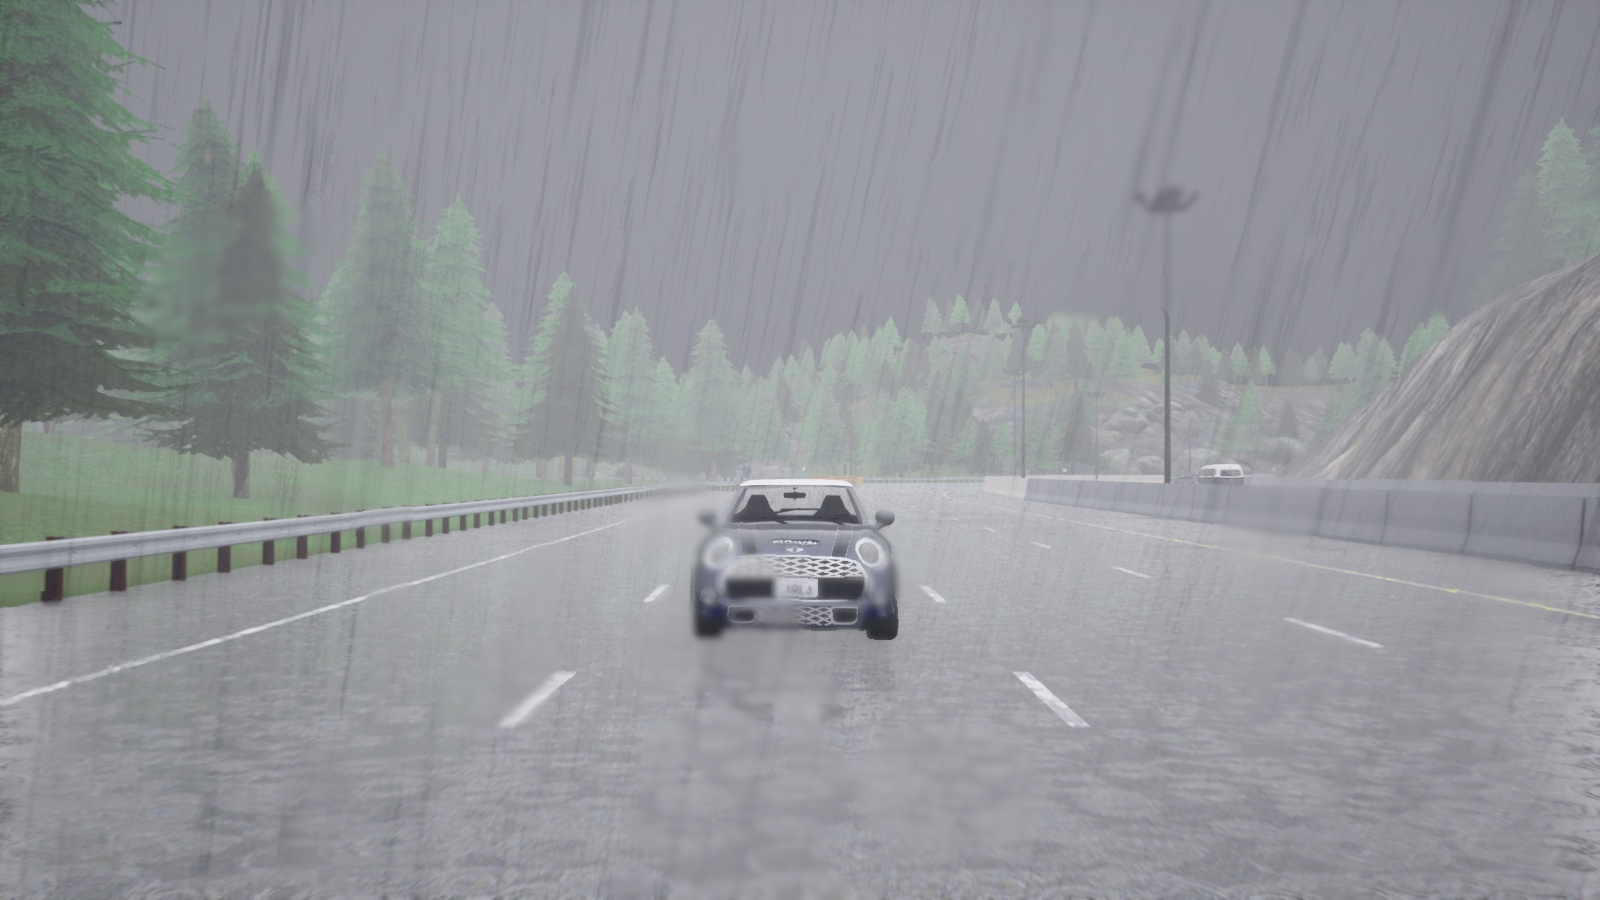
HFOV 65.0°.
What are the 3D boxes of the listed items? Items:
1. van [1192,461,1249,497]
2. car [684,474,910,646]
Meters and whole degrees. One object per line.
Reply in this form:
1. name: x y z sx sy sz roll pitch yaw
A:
1. van: 24.636 1.674 73.759 2.069 2.038 4.480 -1 -1 3
2. car: -0.030 0.995 12.838 1.970 1.475 3.806 0 -1 0
